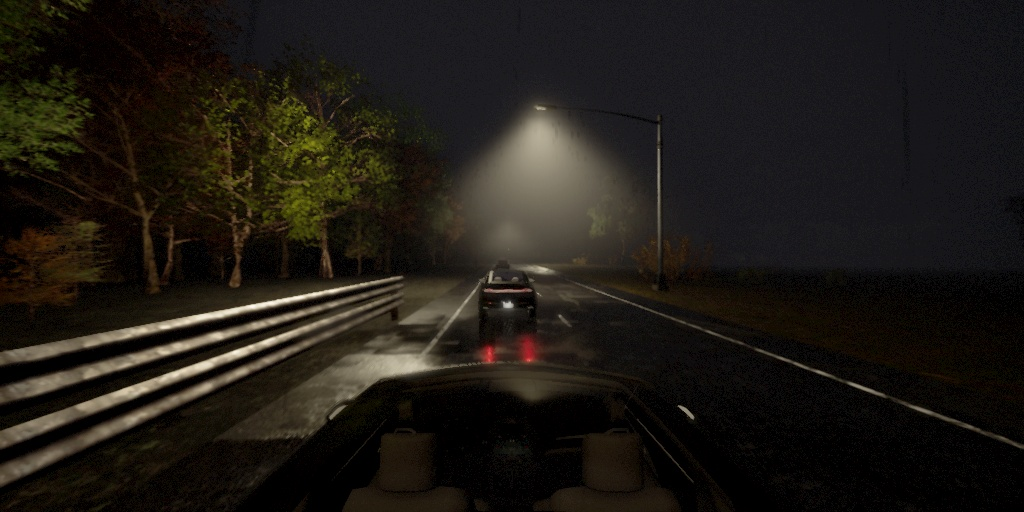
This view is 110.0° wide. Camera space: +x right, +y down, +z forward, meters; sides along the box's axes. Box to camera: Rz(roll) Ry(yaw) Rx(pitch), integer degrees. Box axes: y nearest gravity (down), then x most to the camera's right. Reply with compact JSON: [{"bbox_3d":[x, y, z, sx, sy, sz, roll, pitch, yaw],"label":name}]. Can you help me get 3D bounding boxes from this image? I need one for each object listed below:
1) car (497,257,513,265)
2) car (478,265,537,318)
[{"bbox_3d":[-1.313,1.292,53.212,1.994,1.385,4.181,0,0,-2],"label":"car"},{"bbox_3d":[-0.183,1.241,12.942,2.128,1.511,4.902,0,0,-2],"label":"car"}]
